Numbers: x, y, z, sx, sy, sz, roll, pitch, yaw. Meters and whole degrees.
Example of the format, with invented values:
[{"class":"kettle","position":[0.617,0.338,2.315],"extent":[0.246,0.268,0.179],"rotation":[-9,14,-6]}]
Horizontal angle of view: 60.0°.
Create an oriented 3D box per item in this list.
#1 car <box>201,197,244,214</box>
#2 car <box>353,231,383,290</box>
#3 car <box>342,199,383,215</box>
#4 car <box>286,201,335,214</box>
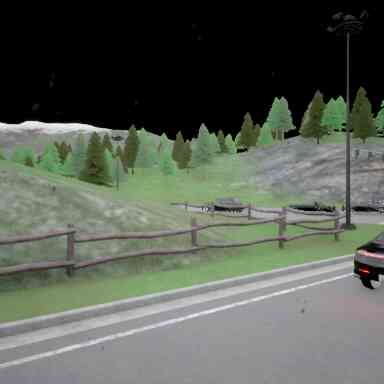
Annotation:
[{"class":"car","position":[3.204,1.352,36.121],"extent":[4.553,1.767,2.097],"rotation":[0,0,33]},{"class":"car","position":[5.780,1.491,7.871],"extent":[4.902,1.511,2.128],"rotation":[0,0,-35]},{"class":"car","position":[18.048,1.491,33.972],"extent":[4.902,1.511,2.128],"rotation":[0,0,41]},{"class":"car","position":[11.991,1.600,34.127],"extent":[4.718,1.301,1.895],"rotation":[0,0,40]}]
